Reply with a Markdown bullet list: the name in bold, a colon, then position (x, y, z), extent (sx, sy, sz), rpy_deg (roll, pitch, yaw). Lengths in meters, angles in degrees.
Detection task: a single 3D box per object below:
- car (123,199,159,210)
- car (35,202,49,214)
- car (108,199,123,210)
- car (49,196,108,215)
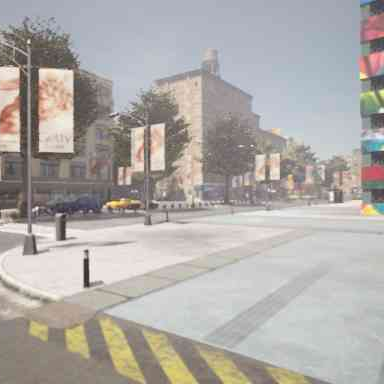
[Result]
- **car**: position (-6.800, 1.829, 46.003), extent (1.895, 1.301, 4.718), rpy_deg (-1, 0, 36)
- **car**: position (-15.964, 1.744, 39.166), extent (2.128, 1.511, 4.902), rpy_deg (-1, 0, 36)
- **car**: position (-10.034, 1.730, 47.499), extent (1.882, 1.535, 5.008), rpy_deg (-1, 0, 36)
- **car**: position (-12.744, 1.450, 37.674), extent (2.150, 2.045, 5.566), rpy_deg (-1, 0, 35)
